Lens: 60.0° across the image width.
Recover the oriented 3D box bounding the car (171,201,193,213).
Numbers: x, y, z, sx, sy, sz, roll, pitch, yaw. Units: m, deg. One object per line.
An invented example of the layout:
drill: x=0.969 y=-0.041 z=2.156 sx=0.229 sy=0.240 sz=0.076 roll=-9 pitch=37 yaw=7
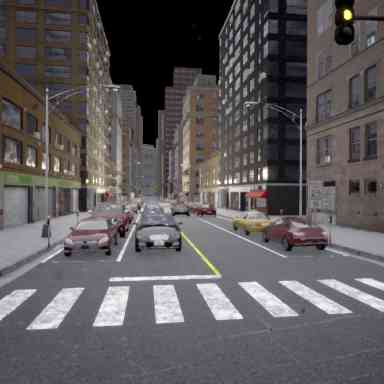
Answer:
car: x=-1.461 y=2.031 z=38.808 sx=1.994 sy=1.385 sz=4.181 roll=0 pitch=-1 yaw=-7

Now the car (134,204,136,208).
car: x=-5.444 y=1.814 z=24.706 sx=1.887 sy=1.381 sz=4.507 roll=0 pitch=-1 yaw=-7

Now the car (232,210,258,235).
car: x=3.705 y=1.773 z=20.488 sx=1.752 sy=1.417 sz=4.829 roll=0 pitch=-1 yaw=-7

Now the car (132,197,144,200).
car: x=-9.054 y=1.937 z=52.297 sx=2.192 sy=1.841 sz=5.009 roll=0 pitch=-1 yaw=-7

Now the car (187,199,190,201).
car: x=0.841 y=1.963 z=42.384 sx=1.967 sy=1.590 sz=4.097 roll=0 pitch=-1 yaw=-7

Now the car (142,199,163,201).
car: x=-5.265 y=2.015 z=43.983 sx=2.128 sy=1.511 sz=4.902 roll=0 pitch=-1 yaw=-7

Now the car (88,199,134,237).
car: x=-4.724 y=1.516 z=19.191 sx=2.192 sy=1.841 sz=5.009 roll=0 pitch=-1 yaw=-7

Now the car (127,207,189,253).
car: x=-1.534 y=1.648 z=14.697 sx=2.128 sy=1.511 sz=4.902 roll=0 pitch=-1 yaw=-8

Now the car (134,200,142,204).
car: x=-7.608 y=2.029 z=41.258 sx=2.008 sy=1.369 sz=4.403 roll=0 pitch=-1 yaw=-7

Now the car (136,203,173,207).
car: x=-2.745 y=1.761 z=24.017 sx=2.128 sy=1.511 sz=4.902 roll=0 pitch=-1 yaw=-7

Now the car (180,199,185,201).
car: x=-0.600 y=2.217 z=53.415 sx=2.008 sy=1.369 sz=4.403 roll=0 pitch=-1 yaw=-7

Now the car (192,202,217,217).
car: x=1.564 y=1.997 z=36.867 sx=1.887 sy=1.381 sz=4.507 roll=0 pitch=-1 yaw=-7

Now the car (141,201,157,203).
car: x=-3.966 y=1.916 z=33.632 sx=1.812 sy=1.442 sz=4.674 roll=0 pitch=-1 yaw=-7

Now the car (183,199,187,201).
car: x=0.121 y=2.139 z=47.900 sx=1.887 sy=1.381 sz=4.507 roll=0 pitch=-1 yaw=-7

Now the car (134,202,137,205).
car: x=-6.143 y=1.861 z=30.055 sx=1.752 sy=1.417 sz=4.829 roll=0 pitch=-1 yaw=-7

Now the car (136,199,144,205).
car: x=-13.379 y=2.605 z=85.402 sx=1.947 sy=1.339 sz=4.313 roll=0 pitch=-1 yaw=-7

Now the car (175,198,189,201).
car: x=-1.323 y=2.053 z=58.934 sx=2.192 sy=1.841 sz=5.009 roll=0 pitch=-1 yaw=-7

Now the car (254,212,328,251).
car: x=4.449 y=1.761 z=14.803 sx=1.802 sy=1.307 sz=4.206 roll=0 pitch=-1 yaw=-7

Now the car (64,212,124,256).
car: x=-4.001 y=1.716 z=13.671 sx=1.802 sy=1.307 sz=4.206 roll=0 pitch=-1 yaw=-7
